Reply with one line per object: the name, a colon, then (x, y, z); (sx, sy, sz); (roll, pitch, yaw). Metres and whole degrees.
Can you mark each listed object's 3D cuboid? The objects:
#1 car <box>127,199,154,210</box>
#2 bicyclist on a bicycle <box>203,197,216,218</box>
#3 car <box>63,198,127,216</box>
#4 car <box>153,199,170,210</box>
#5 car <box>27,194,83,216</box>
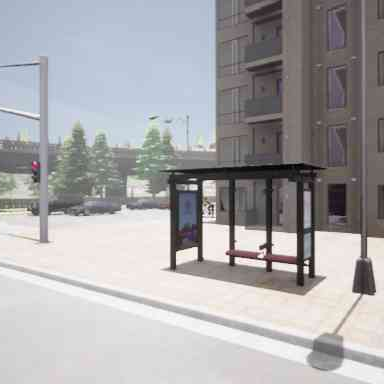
car: (-5.838, 1.542, 42.347); (2.033, 1.411, 5.357); (0, 0, 41)
bicyclist on a bicycle: (1.287, 1.270, 26.649); (1.656, 1.620, 0.582); (0, 0, 36)
car: (-9.326, 1.537, 32.394); (2.033, 1.411, 5.357); (0, 0, 37)
car: (-2.039, 1.589, 41.245); (4.718, 1.301, 1.895); (0, 0, -45)
car: (-13.259, 1.217, 32.943); (2.150, 2.045, 5.566); (0, 0, 37)
